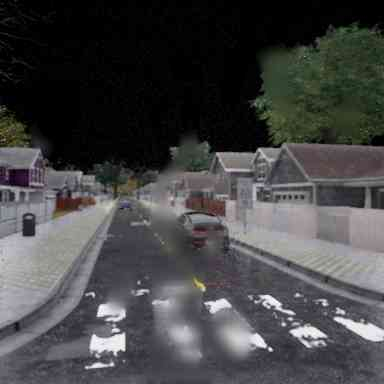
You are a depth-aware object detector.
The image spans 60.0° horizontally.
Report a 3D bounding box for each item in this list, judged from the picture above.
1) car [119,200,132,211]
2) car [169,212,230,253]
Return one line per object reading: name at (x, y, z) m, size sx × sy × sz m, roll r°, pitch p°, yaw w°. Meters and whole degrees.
car at (-9.397, 1.878, 46.974) m, size 2.033 × 1.411 × 5.357 m, roll 0°, pitch 0°, yaw -12°
car at (0.213, 1.614, 14.330) m, size 1.837 × 1.490 × 4.892 m, roll -1°, pitch 0°, yaw -11°
